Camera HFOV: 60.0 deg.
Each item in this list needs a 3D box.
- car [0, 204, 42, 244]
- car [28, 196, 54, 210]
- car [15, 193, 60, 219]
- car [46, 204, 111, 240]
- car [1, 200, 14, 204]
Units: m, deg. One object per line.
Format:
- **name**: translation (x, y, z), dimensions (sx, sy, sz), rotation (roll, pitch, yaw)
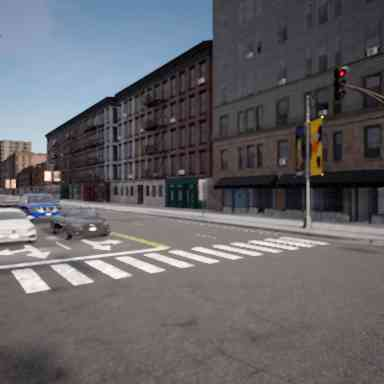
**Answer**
- **car**: translation (-8.325, 1.476, 14.917), dimensions (1.812, 1.442, 4.674), rotation (0, 0, -36)
- **car**: translation (-18.454, 1.320, 40.447), dimensions (1.882, 1.535, 5.008), rotation (0, 0, -36)
- **car**: translation (-11.166, 1.133, 24.421), dimensions (2.150, 2.045, 5.566), rotation (0, 0, -36)
- **car**: translation (-5.693, 1.508, 16.828), dimensions (1.994, 1.385, 4.181), rotation (0, 0, -36)
- **car**: translation (-13.735, 1.410, 22.432), dimensions (2.128, 1.511, 4.902), rotation (0, 0, -36)
